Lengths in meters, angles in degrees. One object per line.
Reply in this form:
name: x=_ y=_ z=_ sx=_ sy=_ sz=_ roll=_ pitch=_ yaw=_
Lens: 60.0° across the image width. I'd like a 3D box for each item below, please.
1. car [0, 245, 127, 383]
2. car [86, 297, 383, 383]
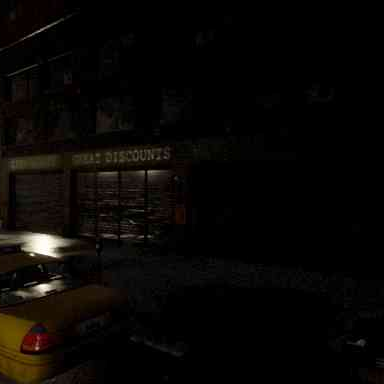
car: x=-3.046 y=1.523 z=5.261 sx=4.829 sy=1.417 sz=1.752 roll=0 pitch=1 yaw=36
car: x=1.637 y=1.551 z=1.915 sx=4.403 sy=1.369 sz=2.008 roll=0 pitch=1 yaw=36
